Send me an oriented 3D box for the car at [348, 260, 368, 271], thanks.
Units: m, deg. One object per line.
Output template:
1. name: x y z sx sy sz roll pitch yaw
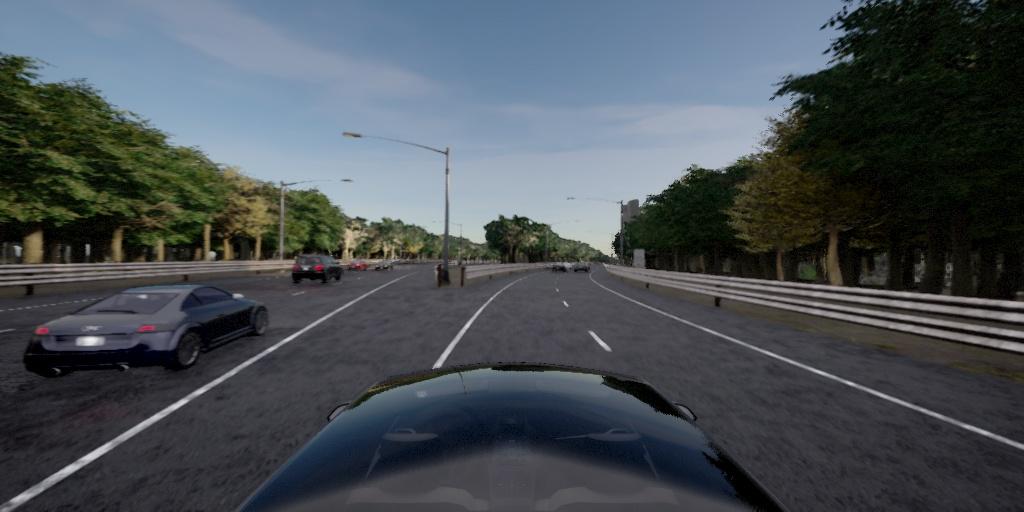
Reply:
1. car: -21.956 1.330 51.233 1.812 1.442 4.674 1 -1 -7

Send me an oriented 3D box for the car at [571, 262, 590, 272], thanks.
1. car: 11.538 1.779 59.688 2.097 1.767 4.553 1 -1 15

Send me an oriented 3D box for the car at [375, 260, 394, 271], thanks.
1. car: -18.579 1.473 52.520 1.895 1.301 4.718 1 0 -7

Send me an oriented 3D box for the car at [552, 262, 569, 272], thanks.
1. car: 7.846 1.847 59.405 1.882 1.535 5.008 1 -1 15

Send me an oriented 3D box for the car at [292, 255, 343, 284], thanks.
1. car: -14.463 0.958 26.938 2.150 2.045 5.566 1 0 -11

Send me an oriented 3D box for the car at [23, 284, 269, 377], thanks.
1. car: -6.780 1.257 7.328 1.994 1.385 4.181 1 -1 -13
